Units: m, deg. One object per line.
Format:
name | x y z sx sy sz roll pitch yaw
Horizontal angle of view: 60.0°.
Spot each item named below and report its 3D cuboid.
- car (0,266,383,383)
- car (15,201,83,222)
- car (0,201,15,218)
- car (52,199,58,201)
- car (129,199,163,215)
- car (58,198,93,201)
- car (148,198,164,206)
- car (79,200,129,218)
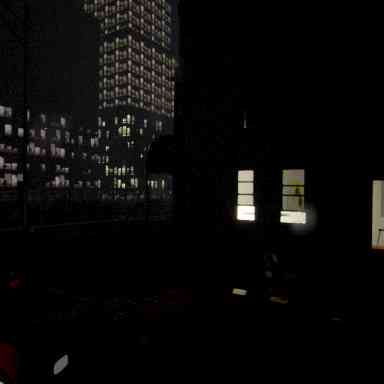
car | -0.011 1.544 2.831 4.507 1.381 1.887 0 1 34
car | -11.696 1.690 27.426 2.008 1.369 4.403 1 0 34
car | -17.529 1.543 29.373 1.837 1.490 4.892 1 0 34
car | -15.137 1.474 37.699 1.967 1.590 4.097 1 0 34
car | -5.513 1.773 36.478 1.802 1.307 4.206 1 0 34
car | -12.018 1.576 37.436 2.128 1.511 4.902 1 0 34
car | -5.884 1.628 46.394 2.128 1.511 4.902 1 0 35
car | -8.603 1.731 31.953 1.947 1.339 4.313 1 0 34
